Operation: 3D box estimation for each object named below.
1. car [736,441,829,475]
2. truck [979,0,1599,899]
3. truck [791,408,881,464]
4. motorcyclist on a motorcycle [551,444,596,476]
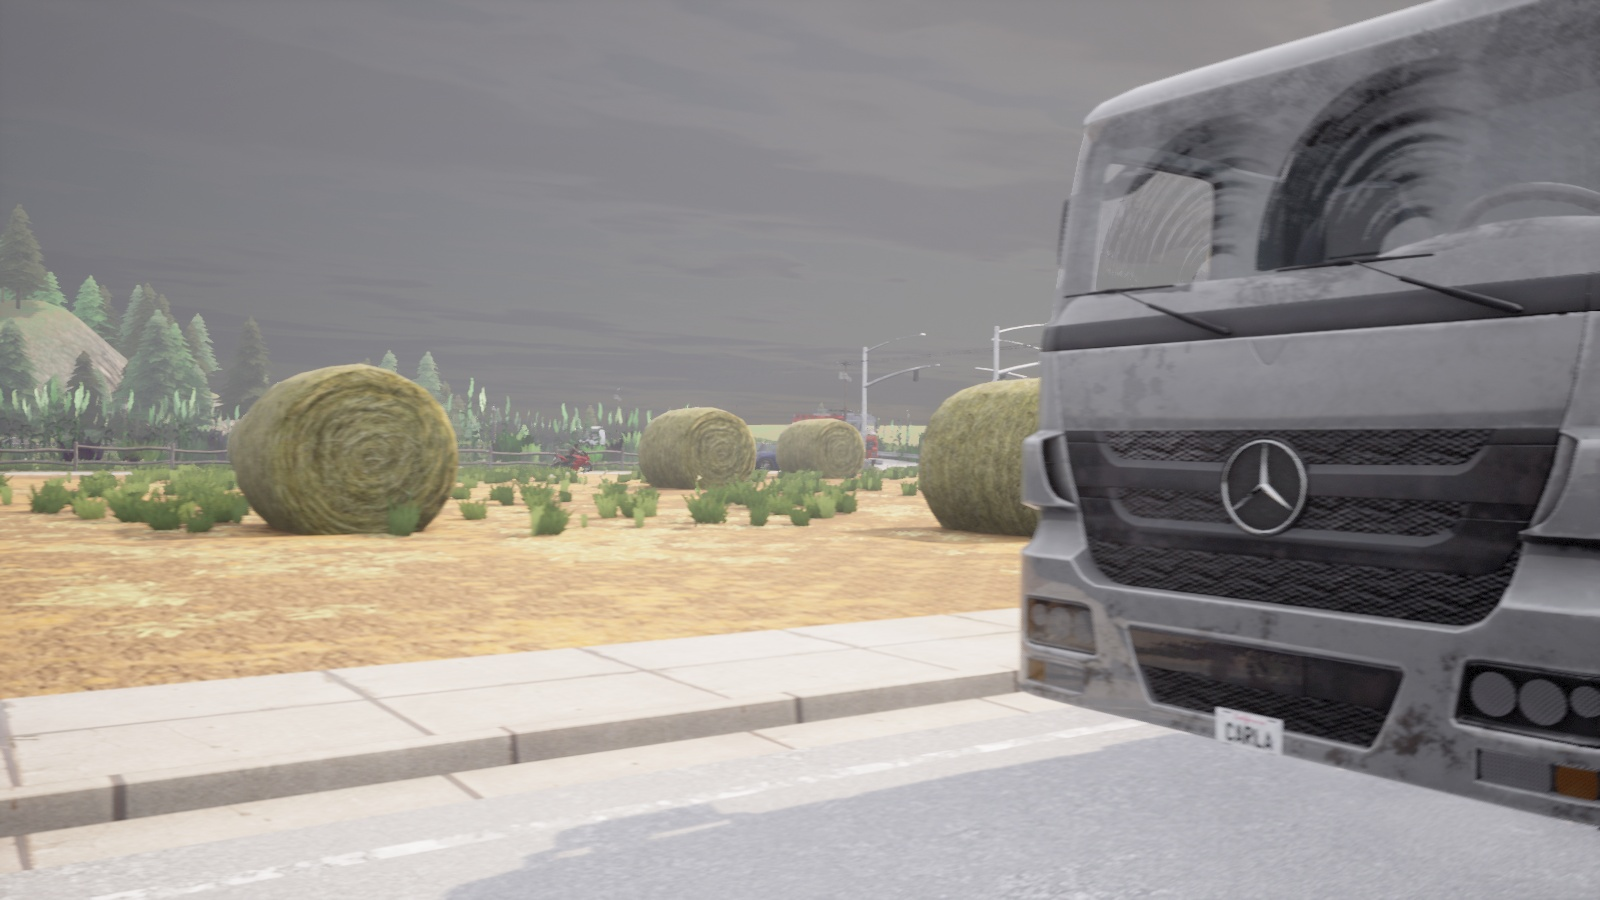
[{"bbox_3d":[-0.945,0.418,67.583,4.553,1.767,2.097,0,0,-31],"label":"car"},{"bbox_3d":[4.951,-0.168,7.098,7.936,3.462,2.891,0,0,-35],"label":"truck"},{"bbox_3d":[2.595,-1.119,93.828,2.891,3.827,8.468,0,2,-28],"label":"truck"},{"bbox_3d":[-11.078,0.487,61.469,2.044,1.523,0.797,0,0,-31],"label":"motorcyclist on a motorcycle"}]
